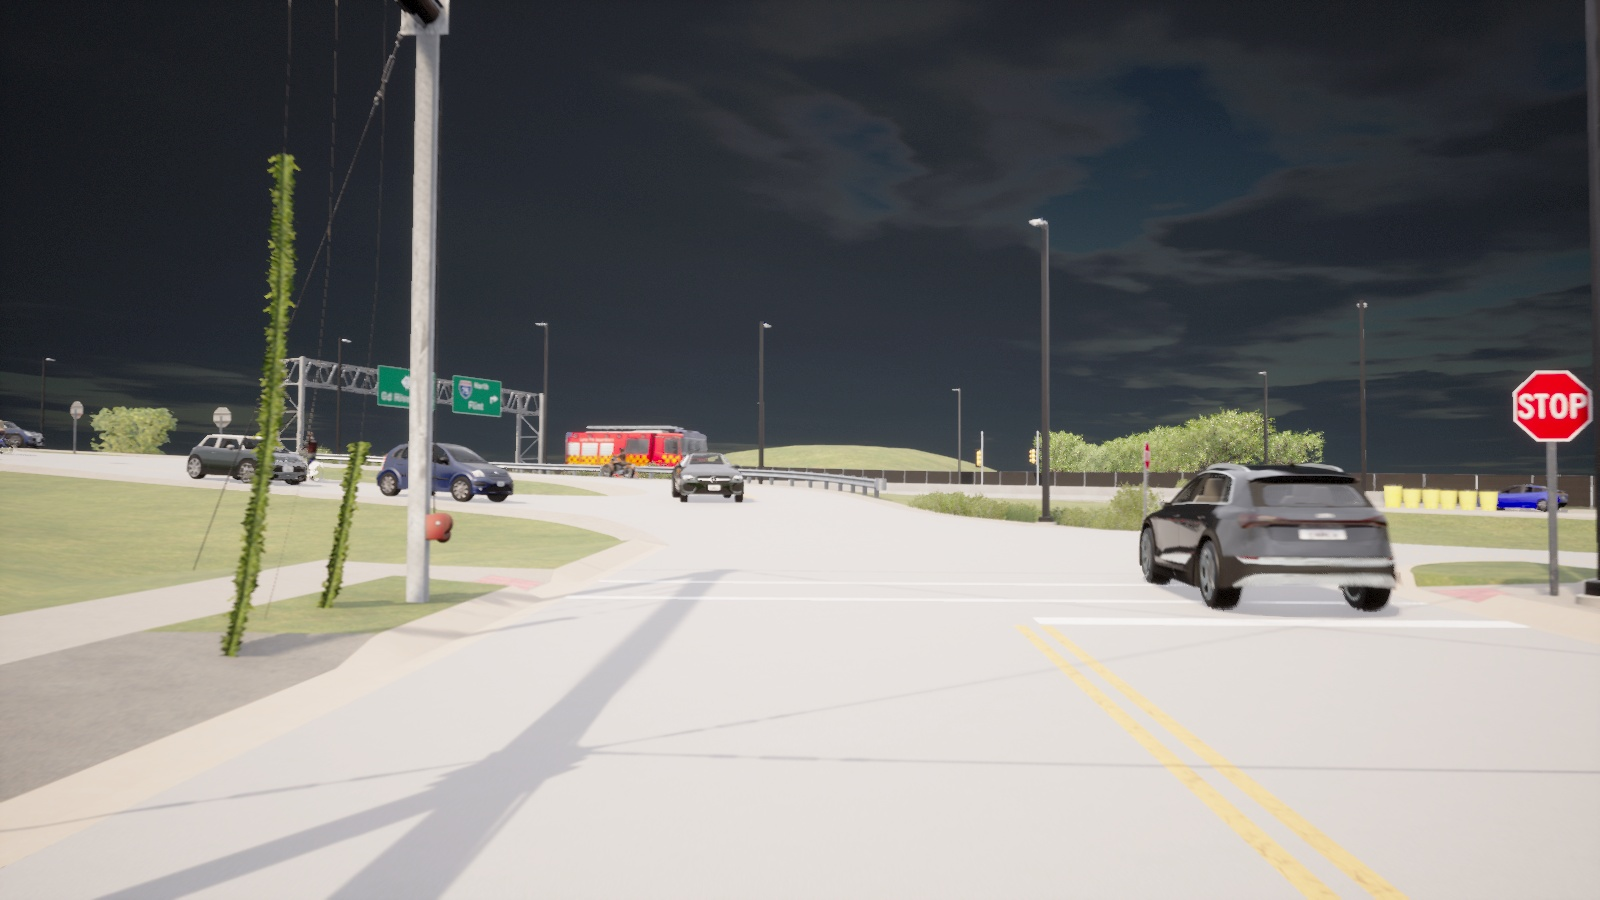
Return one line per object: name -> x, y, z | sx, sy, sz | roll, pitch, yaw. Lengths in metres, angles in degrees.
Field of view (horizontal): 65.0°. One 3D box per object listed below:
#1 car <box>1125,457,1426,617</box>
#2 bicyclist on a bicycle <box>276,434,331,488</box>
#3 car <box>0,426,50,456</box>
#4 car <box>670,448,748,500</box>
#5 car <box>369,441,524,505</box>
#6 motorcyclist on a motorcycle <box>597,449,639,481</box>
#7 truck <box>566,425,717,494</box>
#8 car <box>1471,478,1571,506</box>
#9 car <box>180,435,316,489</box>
car -> 5.554, 0.927, 15.452 | 2.033, 1.649, 4.856 | 0, -1, 2
bicyclist on a bicycle -> -17.347, 0.369, 43.867 | 1.843, 1.776, 0.659 | 3, -1, 28
car -> -42.937, -0.531, 67.684 | 3.806, 1.475, 1.970 | 2, -2, -5
car -> -3.214, 0.768, 43.207 | 2.152, 1.651, 5.027 | 0, 0, -10
car -> -10.183, 0.654, 36.172 | 3.988, 1.617, 1.851 | 2, -1, 26
motorcyclist on a motorcycle -> -9.519, 0.771, 65.669 | 2.350, 1.649, 0.766 | 1, -1, 39
truck -> -9.259, 0.577, 73.163 | 8.468, 3.827, 2.891 | 0, -2, 27
car -> 40.854, 2.370, 71.256 | 2.007, 1.525, 4.514 | 2, -2, -43
car -> -17.606, 0.396, 40.041 | 3.806, 1.475, 1.970 | 3, -1, 28
